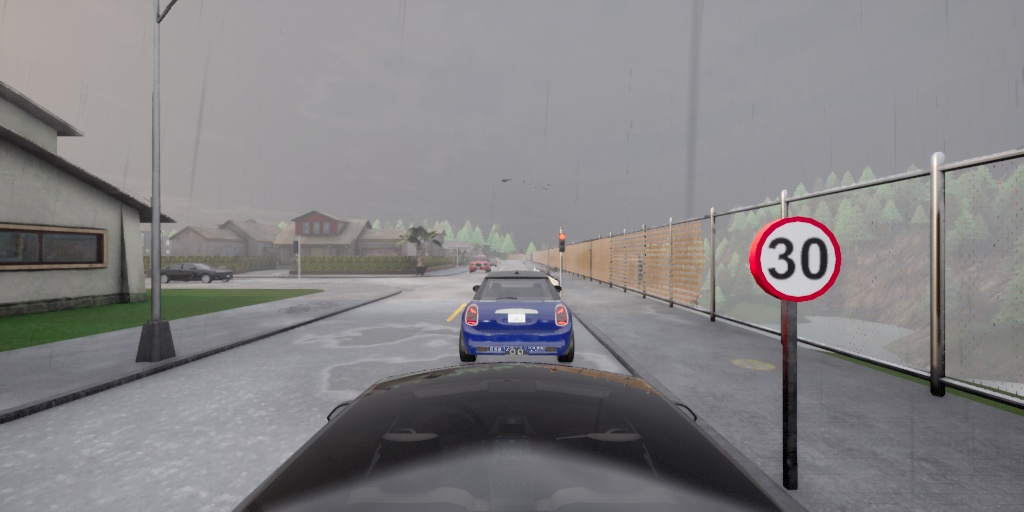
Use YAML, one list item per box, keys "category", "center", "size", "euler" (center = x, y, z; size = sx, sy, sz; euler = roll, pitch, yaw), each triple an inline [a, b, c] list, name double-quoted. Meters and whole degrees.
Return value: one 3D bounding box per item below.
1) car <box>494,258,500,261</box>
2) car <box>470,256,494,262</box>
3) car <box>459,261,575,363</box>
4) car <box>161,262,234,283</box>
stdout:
- category: "car"
  center: [-3.521, 1.255, 62.744]
  size: [1.837, 1.490, 4.892]
  euler: [0, 0, 1]
- category: "car"
  center: [-3.732, 0.971, 42.608]
  size: [2.150, 2.045, 5.566]
  euler: [0, 0, 1]
- category: "car"
  center: [0.117, 1.102, 8.357]
  size: [2.097, 1.767, 4.553]
  euler: [0, 0, 1]
- category: "car"
  center: [-23.612, 1.228, 26.708]
  size: [5.008, 1.535, 1.882]
  euler: [0, 0, 1]
